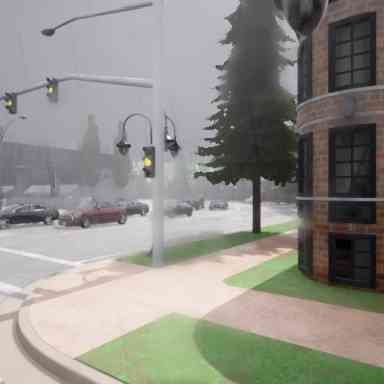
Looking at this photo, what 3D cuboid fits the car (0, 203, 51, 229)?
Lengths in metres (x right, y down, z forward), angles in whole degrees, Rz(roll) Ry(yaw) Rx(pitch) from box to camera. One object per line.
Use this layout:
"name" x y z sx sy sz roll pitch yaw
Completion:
"car" -11.079 1.490 21.644 2.128 1.511 4.902 0 0 35

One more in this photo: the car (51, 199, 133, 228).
"car" -6.501 1.351 22.114 2.097 1.767 4.553 0 0 34

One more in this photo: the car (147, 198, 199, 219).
"car" -1.583 1.524 29.628 1.812 1.442 4.674 0 0 31

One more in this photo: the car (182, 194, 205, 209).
"car" 0.143 1.222 42.228 2.150 2.045 5.566 0 0 14

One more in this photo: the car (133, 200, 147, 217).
"car" -5.814 1.490 29.431 2.128 1.511 4.902 0 0 31

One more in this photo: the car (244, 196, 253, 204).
"car" 11.103 1.524 61.563 1.812 1.442 4.674 0 0 -10

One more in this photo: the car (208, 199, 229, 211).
"car" 3.345 1.563 41.114 1.994 1.385 4.181 0 0 15
